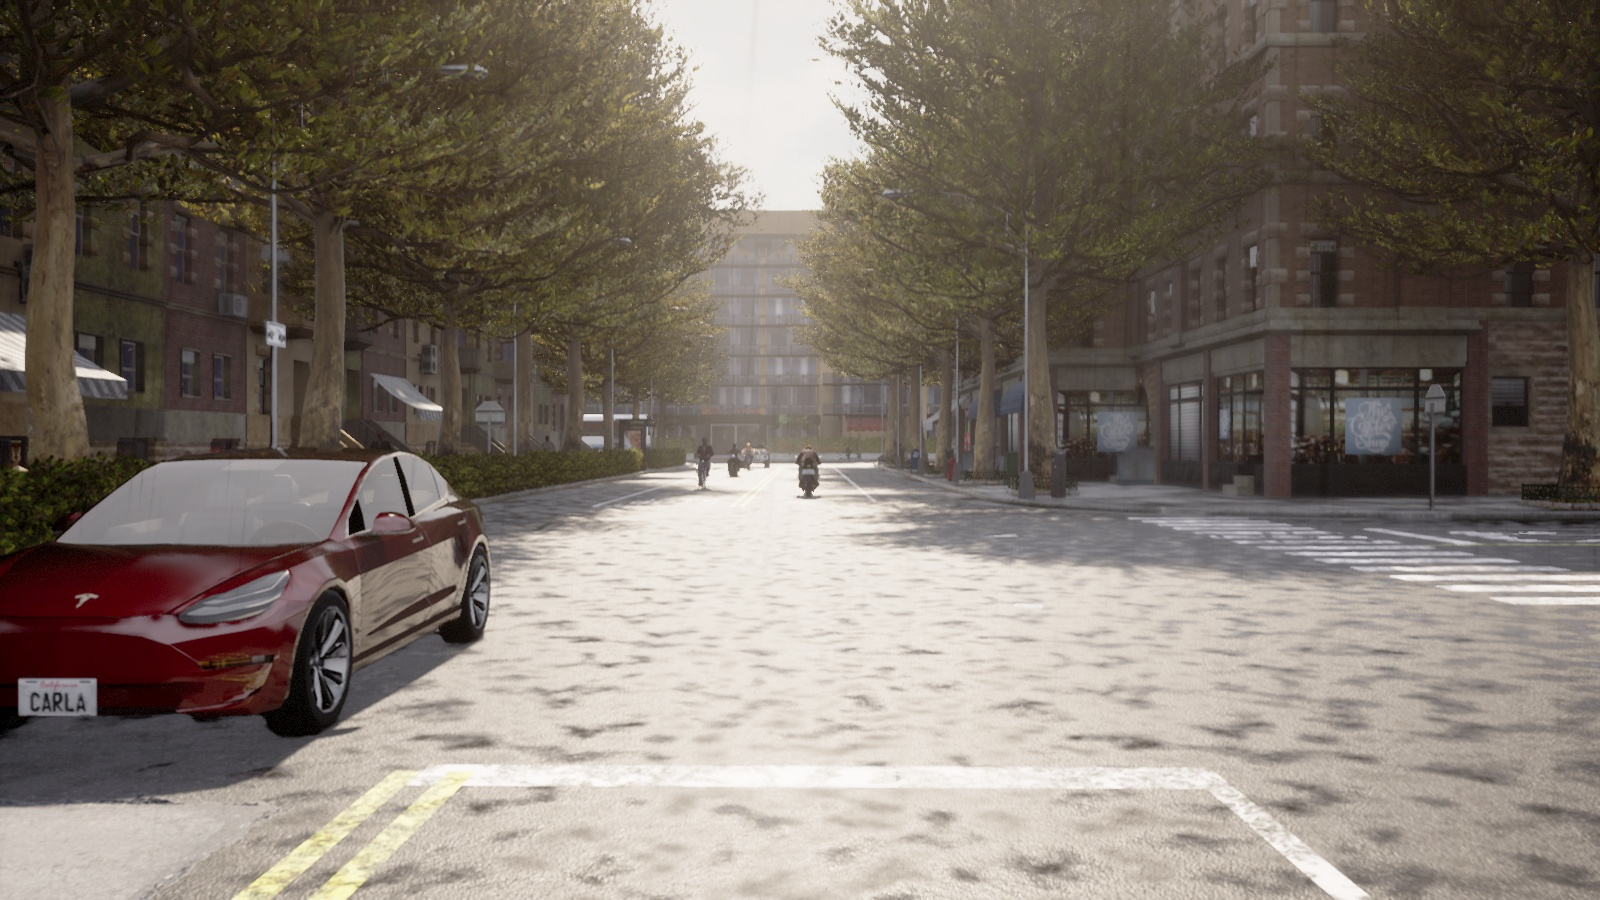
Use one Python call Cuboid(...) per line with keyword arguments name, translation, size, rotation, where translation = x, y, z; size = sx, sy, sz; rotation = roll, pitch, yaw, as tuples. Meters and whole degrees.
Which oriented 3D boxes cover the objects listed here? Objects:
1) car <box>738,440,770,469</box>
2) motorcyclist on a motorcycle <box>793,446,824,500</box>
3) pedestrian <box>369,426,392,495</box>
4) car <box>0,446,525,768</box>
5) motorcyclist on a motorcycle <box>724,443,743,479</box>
Cuboid(name="car", translation=(-3.009, 0.282, 83.504), size=(1.932, 1.855, 4.605), rotation=(0, 0, 0))
Cuboid(name="motorcyclist on a motorcycle", translation=(0.242, 0.659, 36.870), size=(0.866, 1.530, 2.191), rotation=(0, 0, 0))
Cuboid(name="pedestrian", translation=(-11.408, 0.279, 34.169), size=(0.376, 1.854, 0.720), rotation=(0, 0, 2))
Cuboid(name="car", translation=(-3.417, 0.716, 8.203), size=(2.163, 1.488, 4.792), rotation=(0, 0, 0))
Cuboid(name="motorcyclist on a motorcycle", translation=(-3.126, 0.497, 59.090), size=(0.766, 1.649, 2.350), rotation=(0, 0, 1))
